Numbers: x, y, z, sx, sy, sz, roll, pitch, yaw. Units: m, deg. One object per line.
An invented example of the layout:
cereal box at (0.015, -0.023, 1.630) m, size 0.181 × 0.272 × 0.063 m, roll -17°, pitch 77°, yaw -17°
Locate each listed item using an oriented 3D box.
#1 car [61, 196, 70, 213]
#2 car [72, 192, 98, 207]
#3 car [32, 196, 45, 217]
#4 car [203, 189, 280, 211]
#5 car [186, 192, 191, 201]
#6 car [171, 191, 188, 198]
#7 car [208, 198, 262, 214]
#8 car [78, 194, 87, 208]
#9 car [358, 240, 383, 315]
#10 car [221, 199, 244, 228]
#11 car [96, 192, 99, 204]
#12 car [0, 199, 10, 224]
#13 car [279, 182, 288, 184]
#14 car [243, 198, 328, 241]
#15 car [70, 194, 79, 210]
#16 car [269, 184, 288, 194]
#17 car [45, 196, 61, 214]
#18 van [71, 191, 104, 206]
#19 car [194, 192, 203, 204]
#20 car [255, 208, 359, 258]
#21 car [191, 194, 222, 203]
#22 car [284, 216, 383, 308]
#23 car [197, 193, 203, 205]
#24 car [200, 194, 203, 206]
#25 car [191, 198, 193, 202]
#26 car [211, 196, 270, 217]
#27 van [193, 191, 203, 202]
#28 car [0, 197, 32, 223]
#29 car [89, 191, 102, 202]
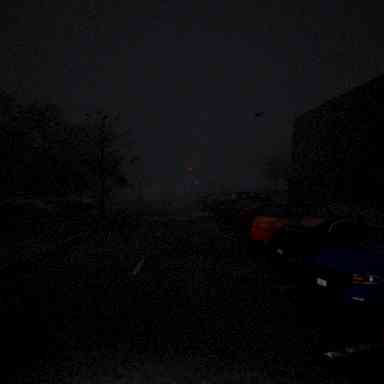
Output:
car at (-14.233, 1.147, 31.371) m, size 4.553 × 1.767 × 2.185 m, roll -1°, pitch 1°, yaw -23°
car at (-14.674, 1.201, 40.306) m, size 5.366 × 1.575 × 1.946 m, roll -1°, pitch 0°, yaw -24°
car at (-13.996, 1.192, 25.438) m, size 4.553 × 1.767 × 2.185 m, roll -1°, pitch 0°, yaw -22°
car at (4.180, 1.003, 28.150) m, size 5.566 × 2.045 × 2.435 m, roll 1°, pitch 1°, yaw -23°
car at (2.353, 1.057, 52.193) m, size 5.366 × 1.575 × 1.946 m, roll 0°, pitch 1°, yaw -26°
car at (-2.663, 0.825, 92.780) m, size 4.553 × 1.767 × 2.185 m, roll 0°, pitch 0°, yaw -30°
car at (4.050, 1.270, 31.189) m, size 4.674 × 1.452 × 2.002 m, roll 0°, pitch 0°, yaw -23°
car at (-14.627, 1.270, 37.272) m, size 4.674 × 1.452 × 2.002 m, roll -1°, pitch 1°, yaw -24°
car at (4.923, 1.448, 4.087) m, size 5.366 × 1.575 × 1.946 m, roll 1°, pitch 0°, yaw -20°
car at (4.528, 1.328, 19.113) m, size 5.008 × 1.535 × 2.097 m, roll 1°, pitch 0°, yaw -22°
car at (-15.237, 1.186, 43.102) m, size 5.366 × 1.575 × 1.946 m, roll -1°, pitch 1°, yaw -24°
car at (-13.708, 1.390, 19.545) m, size 4.792 × 1.488 × 2.163 m, roll -1°, pitch 0°, yaw -22°
car at (20.024, -0.922, 67.907) m, size 2.435 × 2.045 × 5.566 m, roll -7°, pitch 4°, yaw -30°
car at (4.642, 1.251, 13.067) m, size 4.553 × 1.767 × 2.185 m, roll 1°, pitch 0°, yaw -21°
car at (-14.432, 1.291, 34.318) m, size 4.674 × 1.452 × 2.002 m, roll -1°, pitch 1°, yaw -23°
car at (17.076, -0.338, 67.399) m, size 2.002 × 1.452 × 4.674 m, roll -7°, pitch 4°, yaw -30°
car at (-14.274, 1.295, 28.330) m, size 5.366 × 1.575 × 1.946 m, roll -1°, pitch 1°, yaw -23°
van at (-15.474, 0.915, 49.129) m, size 4.442 × 1.987 × 1.878 m, roll -1°, pitch 0°, yaw -25°
car at (3.293, 1.135, 43.245) m, size 4.892 × 1.521 × 2.231 m, roll 1°, pitch 1°, yaw -25°
car at (4.695, 1.402, 10.048) m, size 4.892 × 1.521 × 2.231 m, roll 1°, pitch 0°, yaw -21°
car at (2.415, 1.073, 55.254) m, size 4.792 × 1.488 × 2.163 m, roll 0°, pitch 0°, yaw -26°
car at (4.745, 1.426, 7.030) m, size 5.008 × 1.535 × 2.097 m, roll 1°, pitch 1°, yaw -21°
car at (3.499, 1.197, 40.234) m, size 4.674 × 1.452 × 2.002 m, roll 0°, pitch 0°, yaw -24°
car at (3.707, 1.222, 37.217) m, size 4.674 × 1.452 × 2.002 m, roll 1°, pitch 1°, yaw -24°
car at (2.825, 0.960, 49.277) m, size 4.553 × 1.767 × 2.185 m, roll 0°, pitch 1°, yaw -25°
car at (4.336, 1.279, 25.148) m, size 5.008 × 1.535 × 2.097 m, roll 1°, pitch 1°, yaw -23°
van at (2.948, 0.883, 46.203) m, size 4.442 × 1.987 × 1.878 m, roll 0°, pitch 1°, yaw -25°
car at (-13.834, 1.338, 22.487) m, size 5.008 × 1.535 × 2.097 m, roll -1°, pitch 1°, yaw -22°
car at (-15.283, 1.038, 46.141) m, size 4.553 × 1.767 × 2.185 m, roll -1°, pitch 1°, yaw -25°
